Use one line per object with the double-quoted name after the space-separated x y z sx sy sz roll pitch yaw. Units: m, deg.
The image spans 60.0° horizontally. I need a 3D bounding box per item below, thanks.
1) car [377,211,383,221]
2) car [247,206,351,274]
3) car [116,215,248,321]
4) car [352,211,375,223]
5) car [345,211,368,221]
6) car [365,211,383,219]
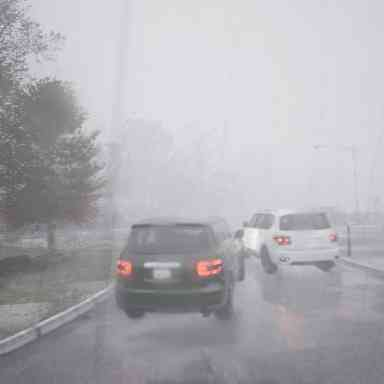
24.866 3.468 46.581 1.994 1.385 4.181 -4 -5 42 "car"
3.277 1.656 12.395 2.150 2.045 5.566 -2 -2 -5 "car"
0.056 1.592 8.324 2.150 2.045 5.566 -3 -2 12 "car"
21.409 3.253 42.816 2.033 1.411 5.357 -4 -5 42 "car"
26.219 3.773 52.859 1.882 1.535 5.008 -4 -5 42 "car"
33.195 4.177 60.455 1.895 1.301 4.718 -4 -5 42 "car"
